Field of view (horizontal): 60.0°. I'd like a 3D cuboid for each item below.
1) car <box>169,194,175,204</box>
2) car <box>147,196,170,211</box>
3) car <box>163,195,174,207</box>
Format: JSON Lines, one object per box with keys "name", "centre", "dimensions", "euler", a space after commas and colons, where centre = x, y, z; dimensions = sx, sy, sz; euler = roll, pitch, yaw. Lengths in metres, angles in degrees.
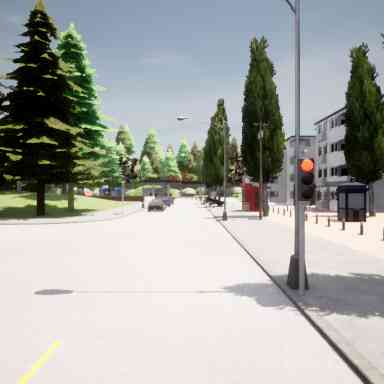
{"name": "car", "centre": [-4.148, 1.505, 60.031], "dimensions": [1.837, 1.490, 4.892], "euler": [0, 0, 0]}
{"name": "car", "centre": [-4.172, 1.547, 40.101], "dimensions": [2.033, 1.411, 5.357], "euler": [0, 0, 0]}
{"name": "car", "centre": [-4.176, 1.564, 50.039], "dimensions": [1.994, 1.385, 4.181], "euler": [0, 0, 0]}
